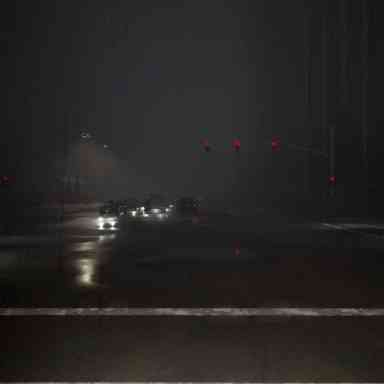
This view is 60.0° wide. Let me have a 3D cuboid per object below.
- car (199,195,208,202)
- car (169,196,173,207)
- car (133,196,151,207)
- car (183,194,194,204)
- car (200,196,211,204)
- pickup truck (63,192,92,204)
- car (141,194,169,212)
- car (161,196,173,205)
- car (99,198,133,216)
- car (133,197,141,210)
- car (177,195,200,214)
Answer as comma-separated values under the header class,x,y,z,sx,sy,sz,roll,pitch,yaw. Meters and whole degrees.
class,x,y,z,sx,sy,sz,roll,pitch,yaw
car,2.545,1.524,75.160,1.812,1.442,4.674,0,0,-1
car,-4.281,1.601,48.426,1.895,1.301,4.718,0,0,-1
car,-7.823,1.491,52.532,2.128,1.511,4.902,0,0,-1
car,-0.762,1.351,65.739,2.097,1.767,4.553,0,0,-1
car,2.748,1.491,64.776,2.128,1.511,4.902,0,0,-1
pickup truck,-20.926,1.059,59.994,2.390,2.098,6.274,0,0,30
car,-4.186,1.221,38.479,2.150,2.045,5.566,0,0,-1
car,-4.367,1.478,58.865,1.882,1.535,5.008,0,0,0
car,-7.704,1.491,32.845,2.128,1.511,4.902,0,0,2
car,-7.725,1.478,42.148,1.882,1.535,5.008,0,0,-1
car,-0.488,1.352,35.189,2.097,1.767,4.553,0,0,0
